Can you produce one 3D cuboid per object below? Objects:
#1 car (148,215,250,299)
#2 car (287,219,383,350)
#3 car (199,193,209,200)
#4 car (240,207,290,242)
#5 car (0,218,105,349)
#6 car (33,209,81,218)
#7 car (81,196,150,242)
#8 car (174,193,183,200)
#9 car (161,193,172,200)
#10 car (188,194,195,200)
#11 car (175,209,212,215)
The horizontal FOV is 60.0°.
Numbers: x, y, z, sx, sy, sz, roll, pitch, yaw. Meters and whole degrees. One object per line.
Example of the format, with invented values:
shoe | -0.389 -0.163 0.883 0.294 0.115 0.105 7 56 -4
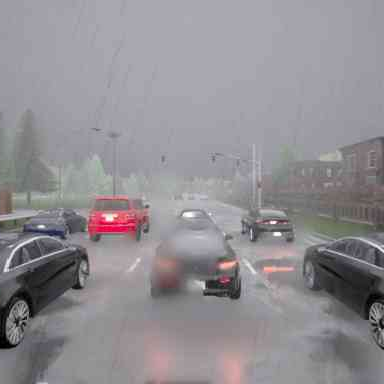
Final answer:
car | 0.085 1.526 8.315 1.812 1.442 4.674 0 0 0
car | 3.585 1.492 6.132 2.128 1.511 4.902 0 0 0
car | 3.378 1.217 89.825 2.150 2.045 5.566 0 0 0
car | 3.561 1.505 16.273 1.837 1.490 4.892 0 0 0
car | -3.417 1.492 6.231 2.128 1.511 4.902 0 0 0
car | -6.936 1.564 17.315 1.994 1.385 4.181 0 0 0
car | -3.435 1.221 16.541 2.150 2.045 5.566 0 0 0
car | -3.622 1.217 89.815 2.150 2.045 5.566 0 0 0
car | -7.122 1.217 89.810 2.150 2.045 5.566 0 0 0
car | -0.122 1.531 89.790 2.033 1.411 5.357 0 0 0
car | 0.062 1.564 17.063 1.994 1.385 4.181 0 0 0
